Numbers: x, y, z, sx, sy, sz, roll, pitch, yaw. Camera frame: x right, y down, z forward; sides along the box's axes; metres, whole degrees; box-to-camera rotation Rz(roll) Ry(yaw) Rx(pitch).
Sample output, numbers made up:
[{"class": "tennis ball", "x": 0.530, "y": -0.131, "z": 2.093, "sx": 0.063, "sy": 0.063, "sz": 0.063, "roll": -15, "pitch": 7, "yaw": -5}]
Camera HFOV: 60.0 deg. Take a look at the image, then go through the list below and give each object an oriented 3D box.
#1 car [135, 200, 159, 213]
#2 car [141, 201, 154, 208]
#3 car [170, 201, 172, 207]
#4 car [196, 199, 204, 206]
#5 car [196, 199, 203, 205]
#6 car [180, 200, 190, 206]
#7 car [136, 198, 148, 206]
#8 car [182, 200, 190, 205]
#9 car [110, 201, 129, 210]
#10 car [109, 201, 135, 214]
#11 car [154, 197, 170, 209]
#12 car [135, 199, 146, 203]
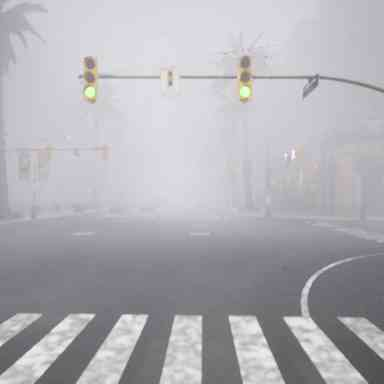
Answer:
[{"class": "car", "x": -6.064, "y": 2.138, "z": 45.649, "sx": 2.033, "sy": 1.411, "sz": 5.357, "roll": 0, "pitch": -1, "yaw": -2}, {"class": "car", "x": -8.927, "y": 2.464, "z": 66.843, "sx": 1.895, "sy": 1.301, "sz": 4.718, "roll": 0, "pitch": -1, "yaw": 2}, {"class": "car", "x": -5.341, "y": 2.431, "z": 69.768, "sx": 2.128, "sy": 1.511, "sz": 4.902, "roll": 0, "pitch": -1, "yaw": 2}, {"class": "car", "x": 1.787, "y": 2.526, "z": 75.547, "sx": 2.033, "sy": 1.411, "sz": 5.357, "roll": 0, "pitch": -1, "yaw": 1}, {"class": "car", "x": 1.924, "y": 2.618, "z": 86.013, "sx": 1.837, "sy": 1.490, "sz": 4.892, "roll": 0, "pitch": -1, "yaw": 1}, {"class": "car", "x": -1.712, "y": 2.526, "z": 75.650, "sx": 2.033, "sy": 1.411, "sz": 5.357, "roll": 0, "pitch": -1, "yaw": 1}, {"class": "car", "x": -11.768, "y": 2.372, "z": 78.917, "sx": 2.185, "sy": 1.767, "sz": 4.553, "roll": 0, "pitch": -1, "yaw": 1}, {"class": "car", "x": -1.576, "y": 2.710, "z": 86.088, "sx": 1.895, "sy": 1.301, "sz": 4.718, "roll": 0, "pitch": -1, "yaw": 1}, {"class": "car", "x": -12.363, "y": 2.244, "z": 56.994, "sx": 2.161, "sy": 1.482, "sz": 4.786, "roll": 0, "pitch": -1, "yaw": 1}, {"class": "car", "x": -9.559, "y": 2.123, "z": 44.814, "sx": 2.033, "sy": 1.411, "sz": 5.357, "roll": 0, "pitch": -1, "yaw": 2}, {"class": "car", "x": -5.680, "y": 1.986, "z": 58.816, "sx": 2.150, "sy": 2.045, "sz": 5.566, "roll": 0, "pitch": -1, "yaw": 2}, {"class": "car", "x": -9.323, "y": 2.201, "z": 54.271, "sx": 1.837, "sy": 1.490, "sz": 4.892, "roll": 0, "pitch": 0, "yaw": 2}]
